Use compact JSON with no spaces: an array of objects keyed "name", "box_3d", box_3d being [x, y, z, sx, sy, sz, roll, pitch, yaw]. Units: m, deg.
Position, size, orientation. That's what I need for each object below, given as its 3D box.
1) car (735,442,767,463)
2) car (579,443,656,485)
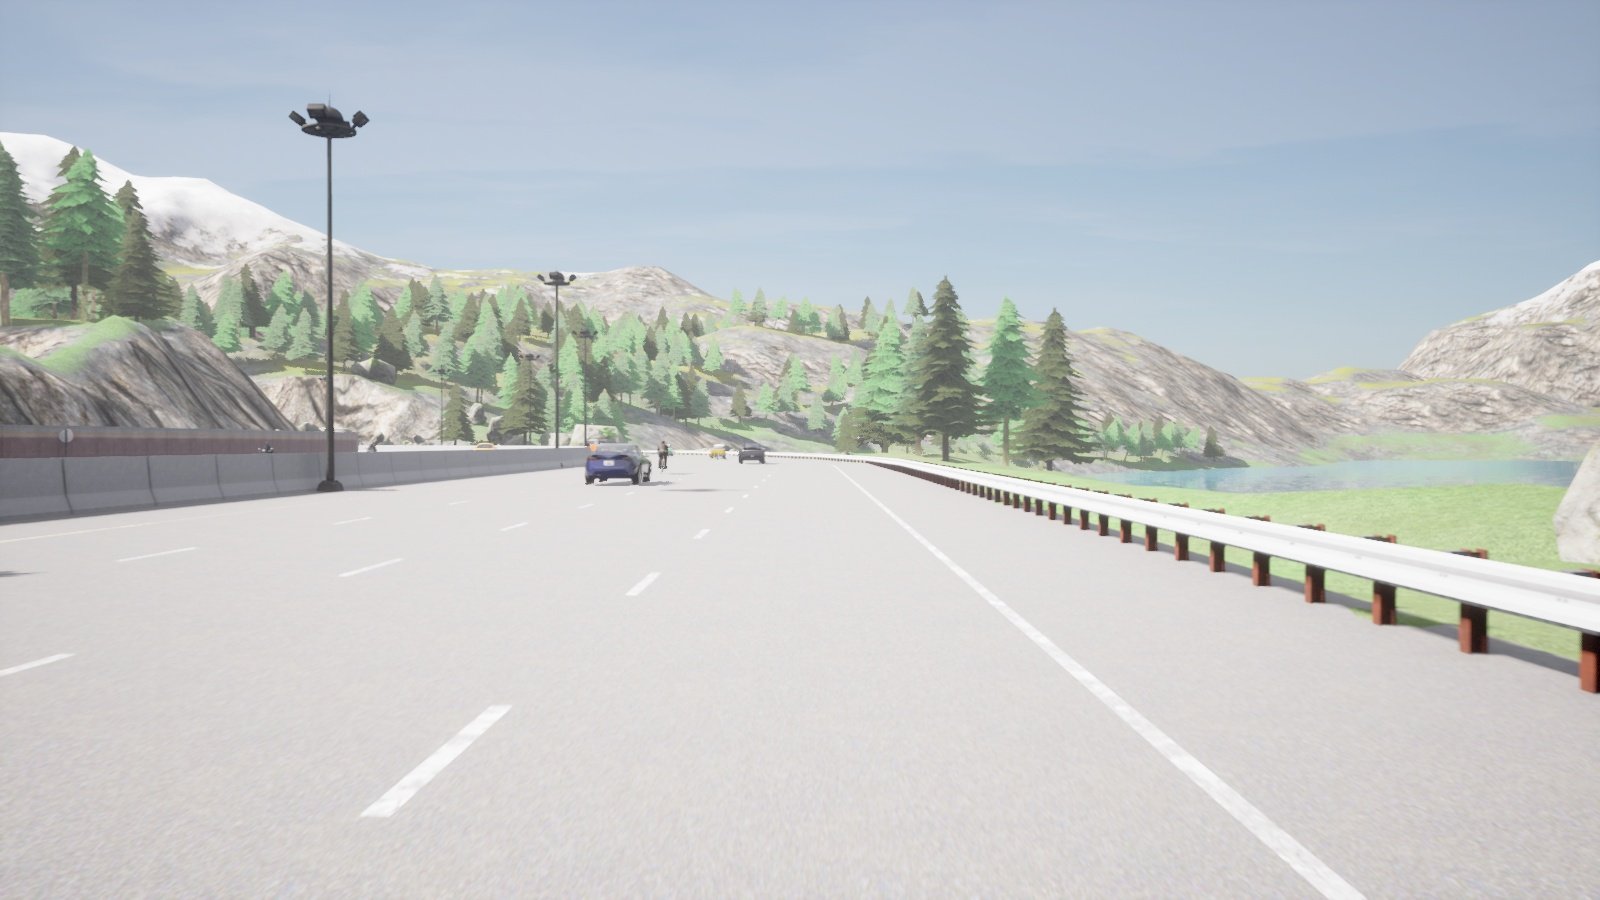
[{"name":"car","box_3d":[-3.606,0.180,92.259,2.128,1.511,4.902,0,0,-5]},{"name":"car","box_3d":[-6.716,0.478,46.679,2.163,1.488,4.792,0,0,0]}]
